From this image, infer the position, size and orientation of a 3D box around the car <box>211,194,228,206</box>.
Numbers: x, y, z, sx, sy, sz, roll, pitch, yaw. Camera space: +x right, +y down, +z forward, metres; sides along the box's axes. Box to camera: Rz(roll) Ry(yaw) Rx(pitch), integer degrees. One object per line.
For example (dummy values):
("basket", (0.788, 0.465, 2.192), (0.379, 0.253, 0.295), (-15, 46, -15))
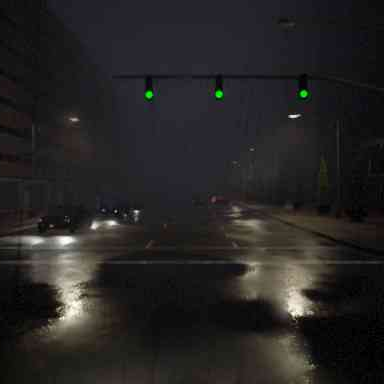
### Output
("car", (4.317, 1.264, 49.390), (2.128, 1.511, 4.902), (0, 0, 1))

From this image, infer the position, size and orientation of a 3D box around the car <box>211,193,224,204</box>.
("car", (4.464, 1.084, 59.253), (2.097, 1.767, 4.553), (0, 0, 1))

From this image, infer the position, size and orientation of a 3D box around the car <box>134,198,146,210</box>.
("car", (-6.628, 1.365, 39.433), (2.033, 1.411, 5.357), (0, 0, 2))

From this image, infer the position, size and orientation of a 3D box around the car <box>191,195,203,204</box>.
("car", (0.978, 1.280, 59.618), (2.033, 1.411, 5.357), (0, 0, 1))

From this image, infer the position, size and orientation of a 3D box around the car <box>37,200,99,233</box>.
("car", (-7.049, 1.426, 19.063), (1.812, 1.442, 4.674), (0, 0, 1))

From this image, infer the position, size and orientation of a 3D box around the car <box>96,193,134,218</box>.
("car", (-6.891, 1.081, 28.971), (2.150, 2.045, 5.566), (0, 0, 2))

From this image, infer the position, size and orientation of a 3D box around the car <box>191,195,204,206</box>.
("car", (0.808, 1.323, 48.993), (2.033, 1.411, 5.357), (0, 0, 1))
